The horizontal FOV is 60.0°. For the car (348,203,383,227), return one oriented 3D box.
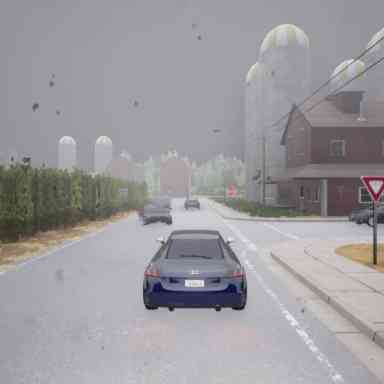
[{"bbox_3d":[12.902,1.478,21.925,4.892,1.490,1.837,0,0,-1],"label":"car"}]

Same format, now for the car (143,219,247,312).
[{"bbox_3d":[0.079,1.564,7.815,1.994,1.385,4.181,0,0,1],"label":"car"}]

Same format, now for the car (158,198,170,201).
[{"bbox_3d":[-3.527,1.507,40.952,1.837,1.490,4.892,0,-1,0],"label":"car"}]

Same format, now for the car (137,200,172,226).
[{"bbox_3d":[-2.781,1.543,23.588,2.033,1.411,5.357,0,0,-15],"label":"car"}]

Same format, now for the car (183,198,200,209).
[{"bbox_3d":[-0.068,1.492,44.749,2.128,1.511,4.902,0,0,-5],"label":"car"}]
